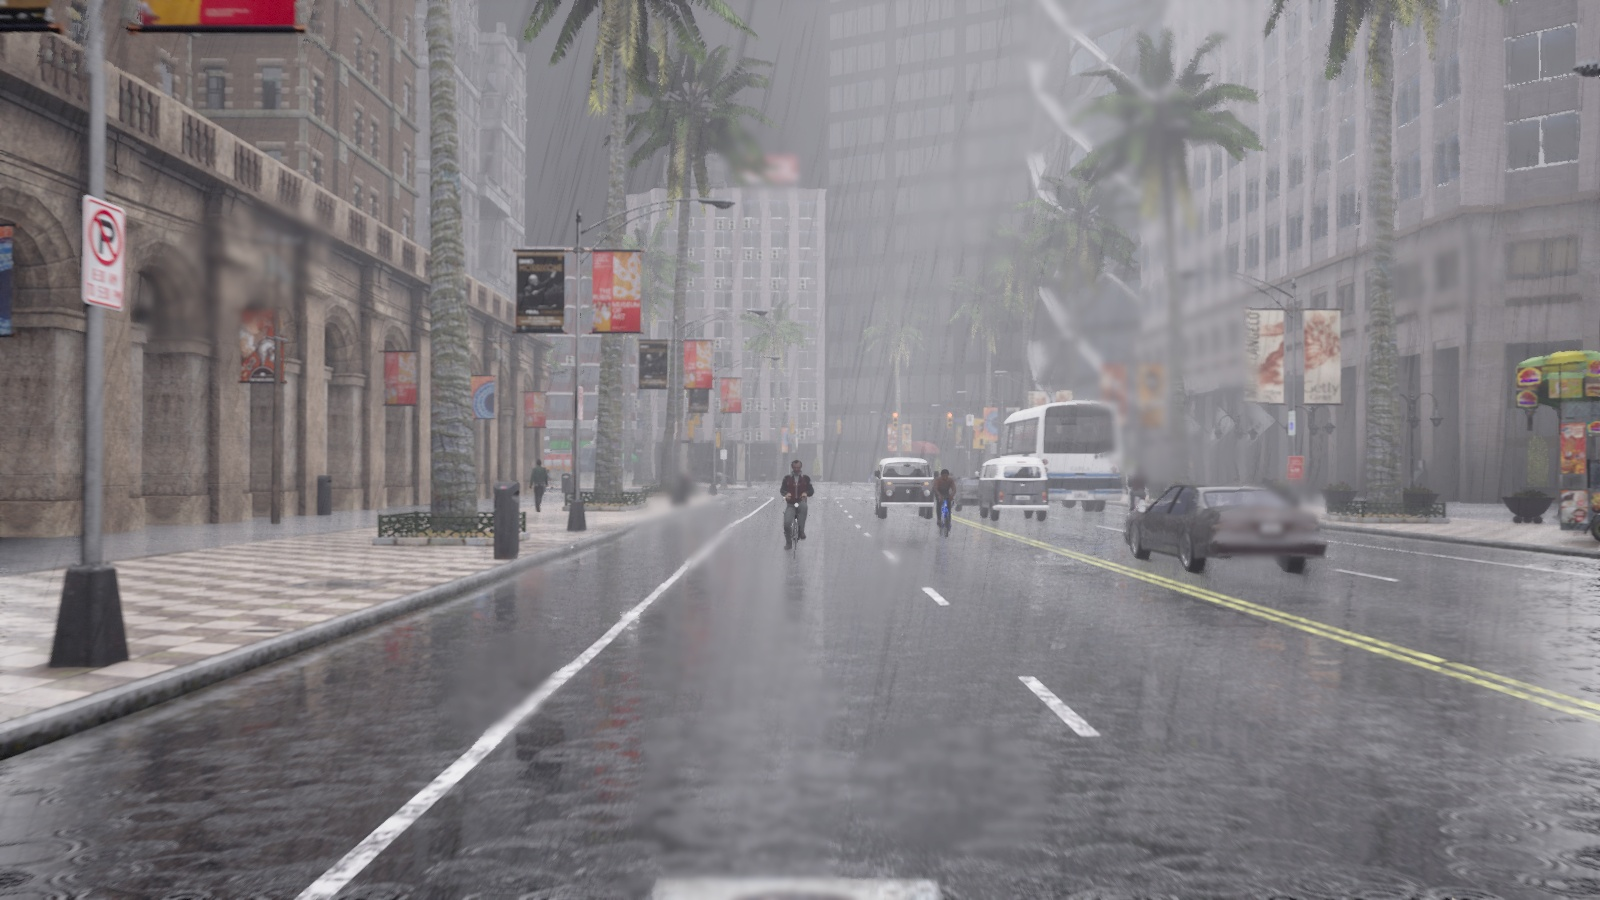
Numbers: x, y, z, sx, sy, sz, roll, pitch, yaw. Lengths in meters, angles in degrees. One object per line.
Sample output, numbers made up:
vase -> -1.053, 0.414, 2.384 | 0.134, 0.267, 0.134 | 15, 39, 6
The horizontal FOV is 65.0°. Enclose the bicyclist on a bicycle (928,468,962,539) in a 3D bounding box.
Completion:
bicyclist on a bicycle -> 3.430, 1.253, 29.799 | 0.582, 1.620, 1.656 | 0, -1, 0

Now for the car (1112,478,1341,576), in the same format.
car -> 6.949, 1.189, 21.186 | 2.033, 1.411, 5.357 | 0, -1, 0

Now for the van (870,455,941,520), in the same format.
van -> 3.477, 1.231, 42.230 | 2.069, 2.038, 4.480 | 0, -1, 1

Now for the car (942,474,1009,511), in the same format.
car -> 7.072, 1.691, 51.185 | 2.033, 1.411, 5.357 | 0, -1, 1

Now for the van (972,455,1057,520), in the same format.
van -> 6.971, 1.203, 41.336 | 2.069, 2.038, 4.480 | 0, -1, 1

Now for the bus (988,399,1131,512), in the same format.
bus -> 10.579, 0.278, 52.673 | 3.944, 4.253, 10.273 | 0, -1, 1

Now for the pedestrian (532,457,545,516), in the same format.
pedestrian -> -8.757, 1.211, 42.108 | 0.423, 1.949, 0.788 | 0, -1, -12

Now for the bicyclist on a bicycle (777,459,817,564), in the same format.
bicyclist on a bicycle -> -0.054, 1.058, 22.257 | 0.659, 1.776, 1.843 | 0, -1, 0
